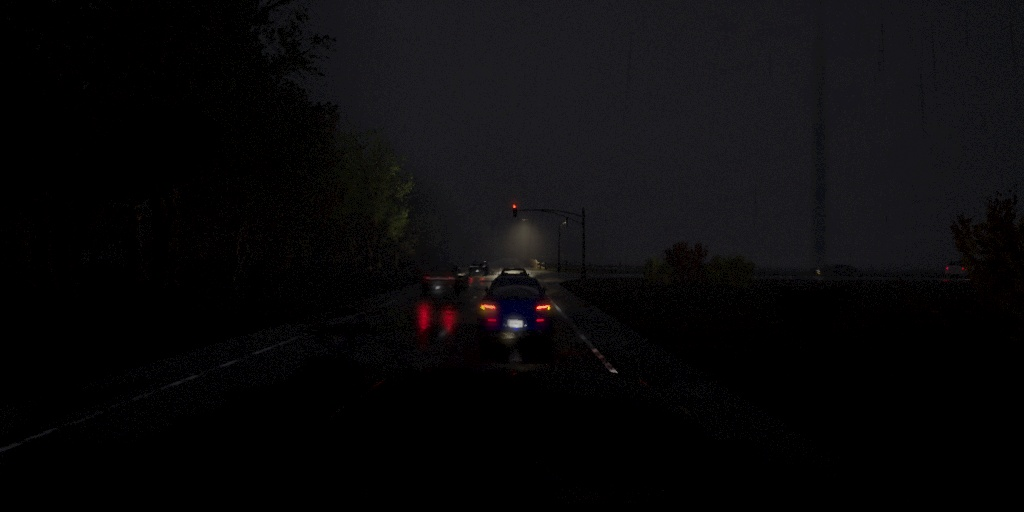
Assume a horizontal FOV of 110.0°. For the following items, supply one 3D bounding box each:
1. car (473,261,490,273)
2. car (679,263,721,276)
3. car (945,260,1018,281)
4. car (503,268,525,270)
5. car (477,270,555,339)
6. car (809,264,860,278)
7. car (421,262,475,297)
[{"bbox_3d":[-3.400,1.235,37.499,2.128,1.511,4.902,0,0,0],"label":"car"},{"bbox_3d":[21.150,1.527,40.910,4.892,1.490,1.837,1,-1,0],"label":"car"},{"bbox_3d":[48.549,1.484,37.193,5.566,2.045,2.150,1,-1,0],"label":"car"},{"bbox_3d":[0.099,1.311,18.662,1.994,1.385,4.181,0,0,0],"label":"car"},{"bbox_3d":[0.100,1.274,9.906,1.812,1.442,4.674,0,0,0],"label":"car"},{"bbox_3d":[36.667,1.697,40.832,4.892,1.490,1.837,1,-1,0],"label":"car"},{"bbox_3d":[-3.402,1.239,18.907,2.128,1.511,4.902,0,0,0],"label":"car"}]
